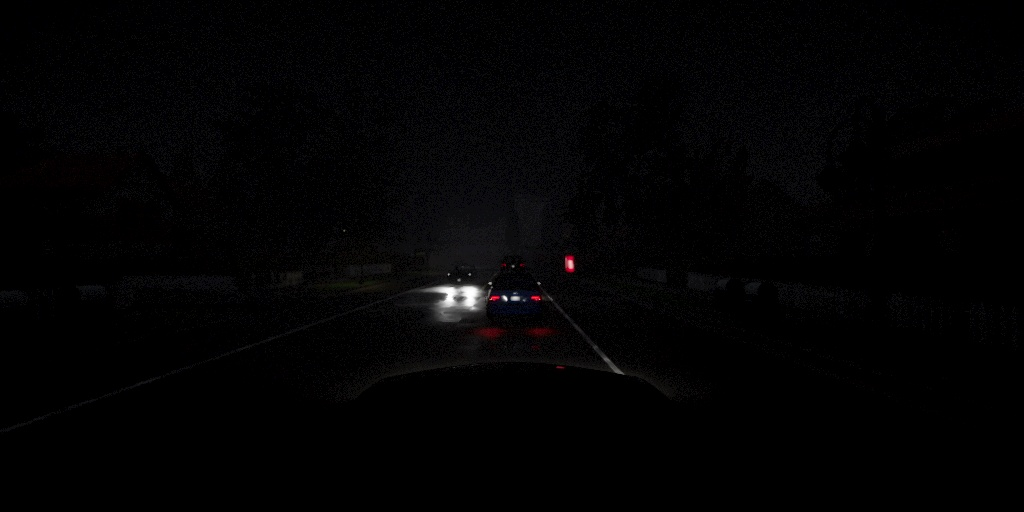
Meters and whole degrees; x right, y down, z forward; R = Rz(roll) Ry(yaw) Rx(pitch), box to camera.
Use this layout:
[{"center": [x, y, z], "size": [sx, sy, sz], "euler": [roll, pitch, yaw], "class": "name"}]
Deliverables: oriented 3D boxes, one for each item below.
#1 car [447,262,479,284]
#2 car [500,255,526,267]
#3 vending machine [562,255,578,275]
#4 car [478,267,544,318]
[{"center": [-3.607, 1.333, 26.700], "size": [1.895, 1.301, 4.718], "euler": [0, 0, 0], "class": "car"}, {"center": [0.088, 0.949, 32.397], "size": [2.150, 2.045, 5.566], "euler": [0, 0, 0], "class": "car"}, {"center": [6.869, 0.915, 42.632], "size": [1.100, 2.100, 0.880], "euler": [0, 0, 0], "class": "vending machine"}, {"center": [0.095, 1.291, 13.011], "size": [2.033, 1.411, 5.357], "euler": [0, 0, 0], "class": "car"}]
